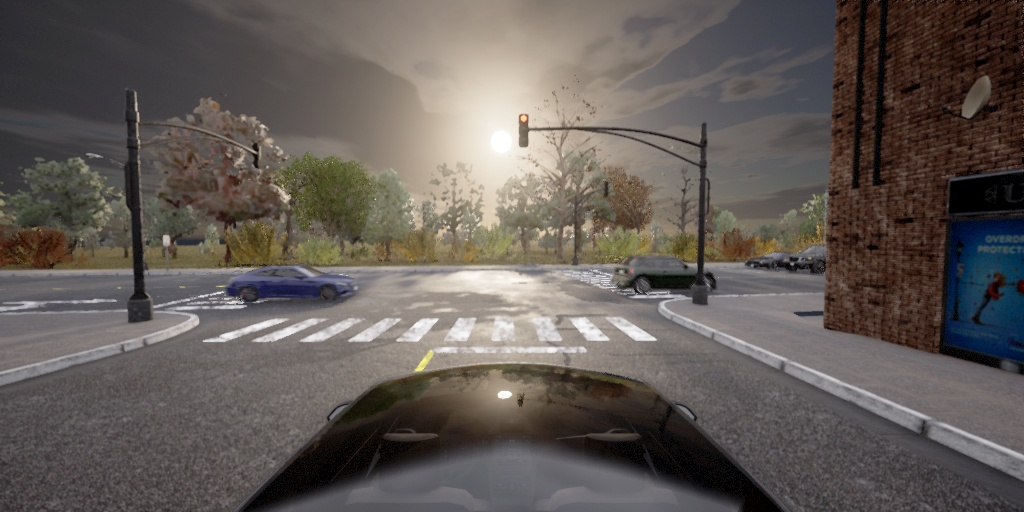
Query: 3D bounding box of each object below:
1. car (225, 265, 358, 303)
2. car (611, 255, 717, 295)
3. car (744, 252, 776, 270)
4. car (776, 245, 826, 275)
[{"bbox_3d":[-8.787,1.074,14.520,4.674,1.442,1.812,0,3,-8],"label":"car"},{"bbox_3d":[7.119,0.747,16.802,4.553,1.767,2.097,0,3,-9],"label":"car"},{"bbox_3d":[21.836,0.377,29.117,5.357,1.411,2.033,0,3,-9],"label":"car"},{"bbox_3d":[22.666,0.198,25.952,5.566,2.045,2.150,0,3,-10],"label":"car"}]
